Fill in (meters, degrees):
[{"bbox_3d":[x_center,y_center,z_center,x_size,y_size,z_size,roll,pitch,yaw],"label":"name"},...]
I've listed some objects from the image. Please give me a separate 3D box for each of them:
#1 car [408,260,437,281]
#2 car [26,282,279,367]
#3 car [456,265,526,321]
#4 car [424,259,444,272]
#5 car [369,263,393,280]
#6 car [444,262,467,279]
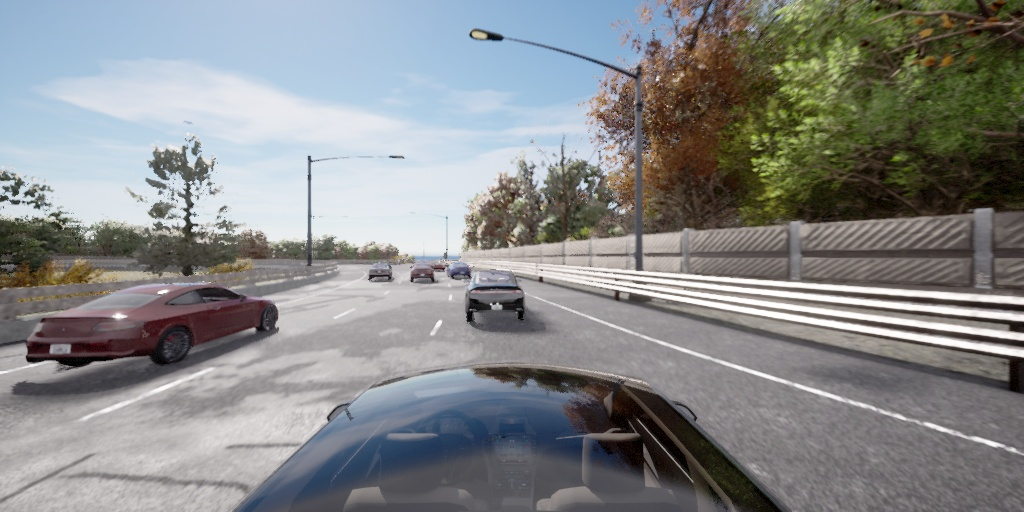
[{"bbox_3d":[-7.516,1.305,30.064,1.812,1.442,4.674,0,0,-14],"label":"car"},{"bbox_3d":[-7.270,1.303,7.957,1.812,1.442,4.674,0,0,-4],"label":"car"},{"bbox_3d":[-0.663,1.245,12.598,2.128,1.511,4.902,0,0,-5],"label":"car"},{"bbox_3d":[-10.078,1.391,47.506,1.895,1.301,4.718,0,0,-22],"label":"car"},{"bbox_3d":[-11.595,1.342,31.777,2.033,1.411,5.357,0,0,-17],"label":"car"},{"bbox_3d":[-4.951,1.296,33.341,1.812,1.442,4.674,0,0,-16],"label":"car"}]
